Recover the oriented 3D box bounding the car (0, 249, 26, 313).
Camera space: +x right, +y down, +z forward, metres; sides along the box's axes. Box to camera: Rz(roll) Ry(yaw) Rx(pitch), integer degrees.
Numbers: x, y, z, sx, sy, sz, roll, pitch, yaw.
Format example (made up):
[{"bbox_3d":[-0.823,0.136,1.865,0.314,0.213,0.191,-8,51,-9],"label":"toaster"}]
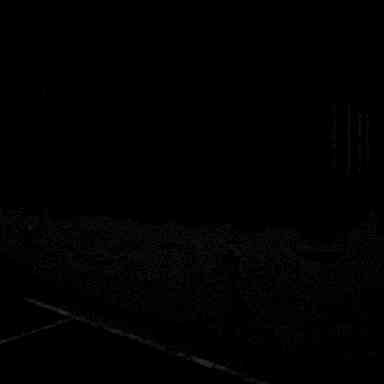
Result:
[{"bbox_3d":[-4.950,1.555,6.491,4.313,1.339,1.947,0,0,35],"label":"car"}]
